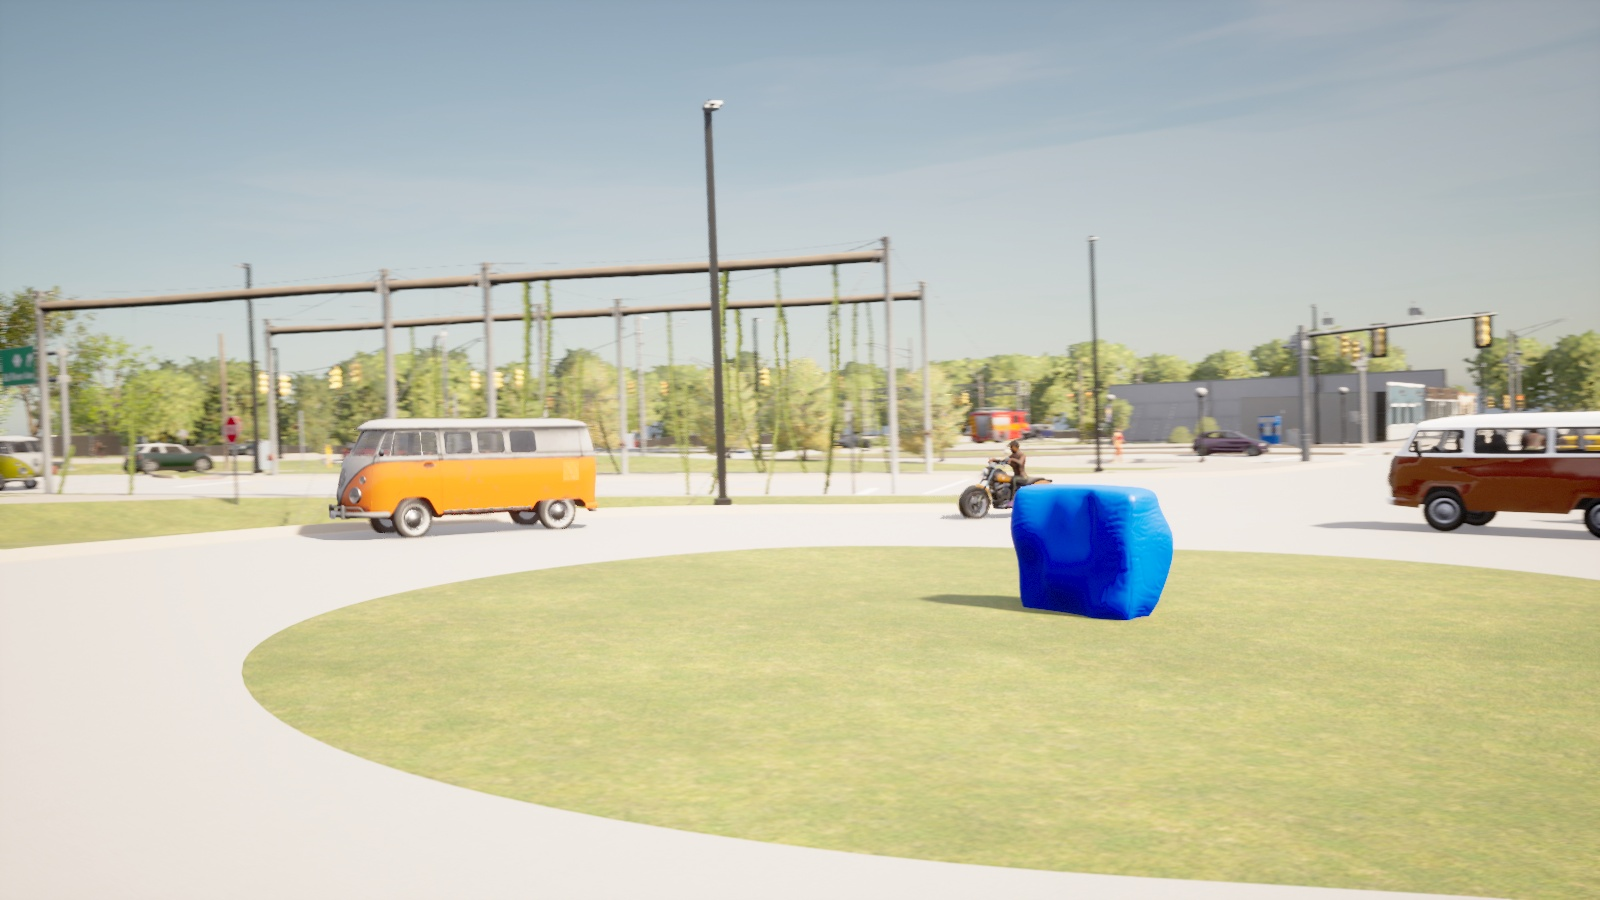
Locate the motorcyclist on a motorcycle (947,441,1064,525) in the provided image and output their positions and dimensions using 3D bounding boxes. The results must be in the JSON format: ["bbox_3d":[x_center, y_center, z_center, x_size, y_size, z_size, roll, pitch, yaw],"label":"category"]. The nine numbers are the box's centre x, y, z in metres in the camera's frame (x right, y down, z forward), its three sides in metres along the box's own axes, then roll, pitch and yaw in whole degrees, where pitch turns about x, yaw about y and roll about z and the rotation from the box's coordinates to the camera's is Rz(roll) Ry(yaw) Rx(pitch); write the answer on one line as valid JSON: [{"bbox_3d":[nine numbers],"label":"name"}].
[{"bbox_3d":[4.242,0.650,25.857,2.350,1.649,0.766,-1,1,-26],"label":"motorcyclist on a motorcycle"}]

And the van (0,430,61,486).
[{"bbox_3d":[-30.038,0.264,46.609,4.442,1.987,1.775,1,2,12],"label":"van"}]

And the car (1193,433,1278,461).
[{"bbox_3d":[24.522,-0.175,70.783,4.193,1.474,1.816,1,2,32],"label":"car"}]

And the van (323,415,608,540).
[{"bbox_3d":[-5.790,0.406,21.958,4.442,1.987,1.775,-1,1,-34],"label":"van"}]

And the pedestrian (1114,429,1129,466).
[{"bbox_3d":[16.088,-0.124,62.777,0.594,1.836,0.345,-1,2,33],"label":"pedestrian"}]

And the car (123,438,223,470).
[{"bbox_3d":[-30.352,0.193,60.869,1.970,1.475,3.806,-1,0,36],"label":"car"}]

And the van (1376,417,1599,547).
[{"bbox_3d":[12.480,0.471,21.299,2.069,2.038,4.480,-1,1,-43],"label":"van"}]
